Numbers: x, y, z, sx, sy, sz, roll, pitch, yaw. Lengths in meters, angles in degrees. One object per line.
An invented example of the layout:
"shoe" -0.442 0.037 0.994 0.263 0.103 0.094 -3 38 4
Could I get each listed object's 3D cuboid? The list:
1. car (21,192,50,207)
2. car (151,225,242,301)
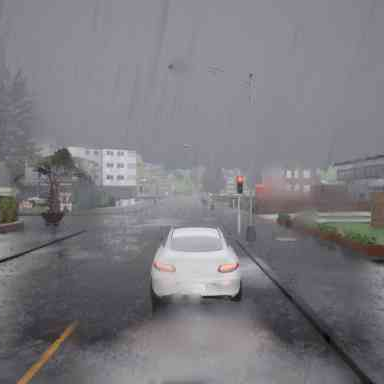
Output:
"car" -19.838 0.986 42.815 1.905 1.878 3.866 0 0 35
"car" 0.082 1.526 8.170 1.812 1.442 4.674 0 0 0
